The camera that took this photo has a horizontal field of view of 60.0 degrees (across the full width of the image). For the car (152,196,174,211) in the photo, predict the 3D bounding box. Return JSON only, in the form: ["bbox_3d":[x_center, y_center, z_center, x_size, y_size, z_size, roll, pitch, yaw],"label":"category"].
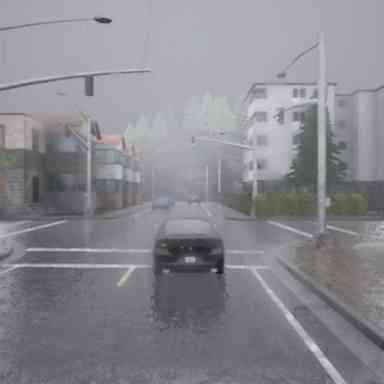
[{"bbox_3d":[-3.589,1.430,39.453,1.882,1.535,5.008,0,0,0],"label":"car"}]

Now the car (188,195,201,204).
[{"bbox_3d":[0.501,1.277,61.757,2.097,1.767,4.553,0,0,7],"label":"car"}]

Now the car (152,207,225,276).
[{"bbox_3d":[-0.198,1.464,10.412,1.882,1.535,5.008,0,0,-4],"label":"car"}]
